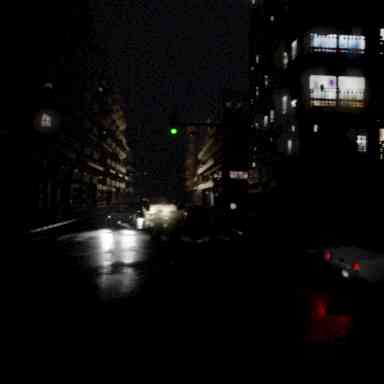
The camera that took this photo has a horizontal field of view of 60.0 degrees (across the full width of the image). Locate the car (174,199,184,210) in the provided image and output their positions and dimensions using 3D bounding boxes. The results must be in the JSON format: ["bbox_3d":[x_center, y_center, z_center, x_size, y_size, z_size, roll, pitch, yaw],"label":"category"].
[{"bbox_3d":[-1.328,2.176,50.453,1.802,1.307,4.206,1,-1,-4],"label":"car"}]

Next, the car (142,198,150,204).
[{"bbox_3d":[-13.063,2.532,93.957,2.008,1.369,4.403,1,-1,-4],"label":"car"}]

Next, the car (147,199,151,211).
[{"bbox_3d":[-6.861,1.979,47.055,1.837,1.490,4.892,1,0,-4],"label":"car"}]

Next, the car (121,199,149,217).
[{"bbox_3d":[-5.981,1.852,35.422,1.837,1.490,4.892,1,-1,-4],"label":"car"}]

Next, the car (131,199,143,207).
[{"bbox_3d":[-10.950,2.206,66.368,1.887,1.381,4.507,1,-1,-4],"label":"car"}]

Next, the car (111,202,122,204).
[{"bbox_3d":[-8.838,1.900,38.779,2.008,1.369,4.403,1,-1,-4],"label":"car"}]

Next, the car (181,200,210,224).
[{"bbox_3d":[0.365,1.788,28.383,1.967,1.590,4.097,1,-1,-4],"label":"car"}]

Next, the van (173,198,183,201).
[{"bbox_3d":[-2.169,2.061,61.491,1.690,1.788,3.998,1,-1,-4],"label":"van"}]

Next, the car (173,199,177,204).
[{"bbox_3d":[-1.750,2.238,55.970,1.802,1.307,4.206,1,-1,-4],"label":"car"}]

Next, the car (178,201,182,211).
[{"bbox_3d":[-0.060,1.960,33.899,2.008,1.369,4.403,1,-1,-4],"label":"car"}]

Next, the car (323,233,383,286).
[{"bbox_3d":[5.990,1.692,8.439,4.718,1.301,1.895,-1,-1,-5],"label":"car"}]

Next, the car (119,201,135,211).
[{"bbox_3d":[-9.683,2.038,49.816,1.947,1.339,4.313,1,-1,-4],"label":"car"}]

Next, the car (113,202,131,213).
[{"bbox_3d":[-9.261,1.993,44.297,1.802,1.307,4.206,1,-1,-4],"label":"car"}]

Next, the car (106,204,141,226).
[{"bbox_3d":[-5.213,1.836,25.334,1.895,1.301,4.718,1,-1,-4],"label":"car"}]

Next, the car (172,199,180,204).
[{"bbox_3d":[-4.285,2.583,89.077,1.887,1.381,4.507,1,-1,-4],"label":"car"}]
